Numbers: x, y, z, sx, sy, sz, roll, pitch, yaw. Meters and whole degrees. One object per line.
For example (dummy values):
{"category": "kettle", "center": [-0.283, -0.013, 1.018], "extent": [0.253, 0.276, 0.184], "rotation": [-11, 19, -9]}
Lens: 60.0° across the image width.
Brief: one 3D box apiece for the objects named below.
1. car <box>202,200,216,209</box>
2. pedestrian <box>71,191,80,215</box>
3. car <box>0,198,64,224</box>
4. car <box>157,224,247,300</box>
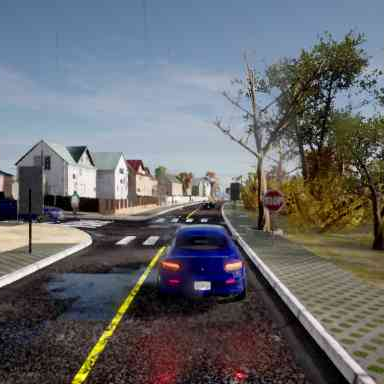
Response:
{"category": "car", "center": [2.514, 1.732, 47.460], "extent": [1.895, 1.301, 4.718], "rotation": [0, 0, 6]}
{"category": "pedestrian", "center": [-9.155, 0.800, 25.997], "extent": [0.375, 1.860, 0.375], "rotation": [0, -3, 1]}
{"category": "car", "center": [-10.257, 1.094, 20.289], "extent": [4.674, 1.442, 1.812], "rotation": [3, 0, -2]}
{"category": "car", "center": [0.225, 1.532, 8.310], "extent": [1.812, 1.442, 4.674], "rotation": [0, 0, 1]}
